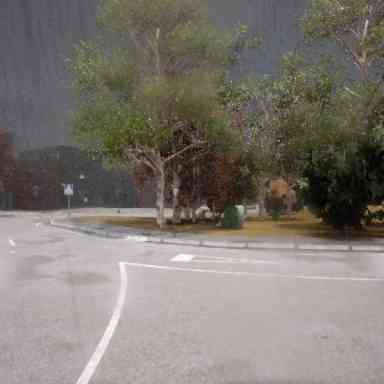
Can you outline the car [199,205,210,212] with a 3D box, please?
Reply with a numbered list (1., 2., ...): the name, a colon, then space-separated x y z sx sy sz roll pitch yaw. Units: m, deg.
1. car: 3.882 4.663 93.764 2.435 2.045 5.566 0 -2 26
